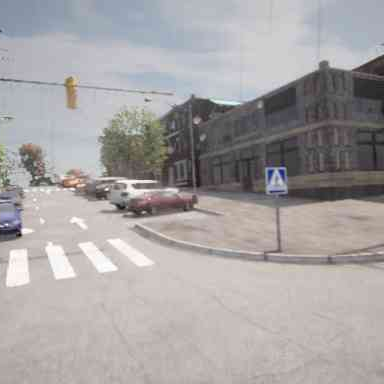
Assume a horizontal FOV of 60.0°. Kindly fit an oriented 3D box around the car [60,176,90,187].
[{"bbox_3d":[-20.708,-1.946,59.016,2.185,1.767,4.553,2,4,43],"label":"car"}]

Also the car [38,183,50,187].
[{"bbox_3d":[-32.349,-1.302,73.054,1.812,1.442,4.674,-3,-3,-5],"label":"car"}]

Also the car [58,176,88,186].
[{"bbox_3d":[-22.041,-2.080,61.728,2.185,1.767,4.553,0,2,43],"label":"car"}]

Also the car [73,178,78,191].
[{"bbox_3d":[-11.095,-0.633,40.267,1.946,1.575,5.366,3,5,44],"label":"car"}]

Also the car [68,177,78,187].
[{"bbox_3d":[-13.899,-0.926,45.553,2.002,1.452,4.674,3,5,44],"label":"car"}]

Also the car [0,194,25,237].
[{"bbox_3d":[-8.708,1.141,15.093,1.812,1.442,4.674,-3,5,-26],"label":"car"}]

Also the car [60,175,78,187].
[{"bbox_3d":[-17.810,-1.491,53.775,1.946,1.575,5.366,3,5,43],"label":"car"}]

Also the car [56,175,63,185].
[{"bbox_3d":[-19.319,-1.900,56.297,2.435,2.045,5.566,4,5,43],"label":"car"}]

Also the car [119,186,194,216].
[{"bbox_3d":[-1.906,0.625,21.175,2.002,1.452,4.674,3,5,44],"label":"car"}]

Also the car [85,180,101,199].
[{"bbox_3d":[-7.237,-0.102,31.998,2.231,1.521,4.892,3,5,44],"label":"car"}]

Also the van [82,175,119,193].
[{"bbox_3d":[-8.637,-0.496,34.608,1.878,1.987,4.442,4,5,44],"label":"van"}]

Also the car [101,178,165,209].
[{"bbox_3d":[-3.226,0.161,23.883,2.435,2.045,5.566,3,5,44],"label":"car"}]

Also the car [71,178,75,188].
[{"bbox_3d":[-12.550,-0.754,42.847,2.002,1.452,4.674,4,5,44],"label":"car"}]

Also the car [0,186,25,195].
[{"bbox_3d":[-13.373,0.578,24.303,2.033,1.411,5.357,-3,5,-28],"label":"car"}]

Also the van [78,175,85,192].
[{"bbox_3d":[-9.971,-0.668,37.321,1.878,1.987,4.442,4,5,44],"label":"van"}]

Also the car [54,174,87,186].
[{"bbox_3d":[-23.437,-2.252,64.325,2.435,2.045,5.566,-3,-1,44],"label":"car"}]
